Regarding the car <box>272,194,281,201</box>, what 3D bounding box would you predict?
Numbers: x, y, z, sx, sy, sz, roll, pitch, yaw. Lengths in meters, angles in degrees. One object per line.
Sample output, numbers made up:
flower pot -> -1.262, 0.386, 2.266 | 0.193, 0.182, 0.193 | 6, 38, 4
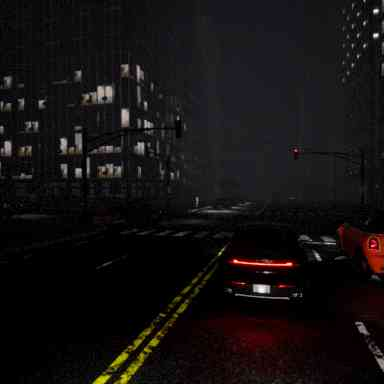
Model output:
car -> 20.398, 1.235, 80.329 | 1.882, 1.535, 5.008 | 0, 0, 14

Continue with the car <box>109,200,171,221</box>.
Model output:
car -> -4.168, 1.412, 26.547 | 5.008, 1.535, 1.882 | 0, 1, 16

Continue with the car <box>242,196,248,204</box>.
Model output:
car -> 8.595, 1.481, 60.849 | 1.812, 1.442, 4.674 | 0, 0, 15

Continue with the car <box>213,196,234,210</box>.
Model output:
car -> 3.943, 1.501, 42.880 | 1.812, 1.442, 4.674 | 0, 0, 14

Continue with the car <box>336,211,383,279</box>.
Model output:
car -> 5.734, 1.347, 9.962 | 2.097, 1.767, 4.553 | 0, 0, 15

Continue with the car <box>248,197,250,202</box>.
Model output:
car -> 11.155, 1.496, 70.504 | 1.994, 1.385, 4.181 | 0, 0, 14

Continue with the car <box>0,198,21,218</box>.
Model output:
car -> -16.744, 1.434, 27.237 | 4.313, 1.339, 1.947 | 1, 1, 16

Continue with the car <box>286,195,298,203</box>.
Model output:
car -> 20.976, 1.463, 69.517 | 2.128, 1.511, 4.902 | 0, 0, 14

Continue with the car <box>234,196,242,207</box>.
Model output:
car -> 6.253, 1.471, 51.858 | 1.837, 1.490, 4.892 | 0, 0, 14

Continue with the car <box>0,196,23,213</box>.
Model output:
car -> -17.777, 1.163, 30.340 | 4.553, 1.767, 2.097 | 0, 1, 16

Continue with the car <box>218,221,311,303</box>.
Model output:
car -> 1.862, 1.501, 8.362 | 1.837, 1.490, 4.892 | 0, 0, 14

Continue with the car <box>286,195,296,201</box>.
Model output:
car -> 23.546, 1.465, 79.517 | 2.033, 1.411, 5.357 | 0, 0, 14

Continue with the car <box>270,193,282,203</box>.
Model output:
car -> 17.808, 1.157, 70.269 | 2.150, 2.045, 5.566 | 0, 0, 14
